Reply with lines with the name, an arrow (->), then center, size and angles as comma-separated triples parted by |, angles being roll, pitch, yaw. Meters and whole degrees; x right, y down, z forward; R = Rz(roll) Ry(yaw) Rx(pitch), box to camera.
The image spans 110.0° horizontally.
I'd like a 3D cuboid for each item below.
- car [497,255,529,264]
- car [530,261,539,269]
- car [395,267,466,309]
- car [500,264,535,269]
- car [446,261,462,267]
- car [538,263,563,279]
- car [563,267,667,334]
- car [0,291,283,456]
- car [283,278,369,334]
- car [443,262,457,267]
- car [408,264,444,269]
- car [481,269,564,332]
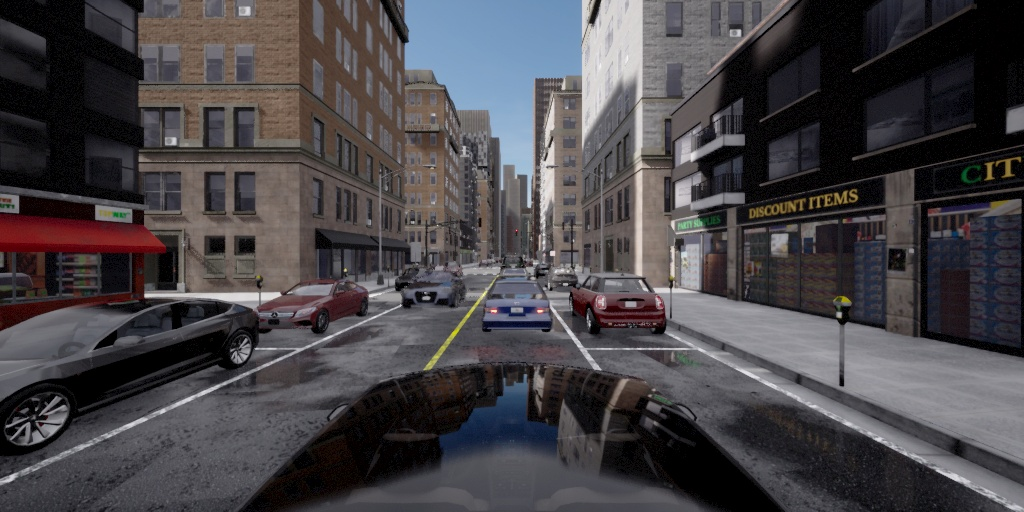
car -> 0.081, 0.975, 31.340 | 2.150, 2.045, 5.566 | 0, 0, -1
car -> 2.932, 1.319, 32.592 | 1.948, 1.339, 4.313 | 0, 0, 0
car -> -3.067, 1.314, 14.799 | 1.994, 1.385, 4.181 | 0, 0, 0
car -> 0.146, 1.352, 21.308 | 1.895, 1.301, 4.718 | 0, 0, 0
car -> -5.593, 1.193, 32.614 | 1.967, 1.591, 4.097 | 0, 0, 0
car -> 2.904, 1.301, 21.590 | 2.007, 1.370, 4.403 | 0, 0, 0
car -> 2.876, 1.190, 10.587 | 1.967, 1.591, 4.097 | 0, 0, 0
car -> -5.664, 1.316, 5.108 | 1.948, 1.339, 4.313 | 0, 0, 0
car -> -5.650, 1.332, 10.609 | 1.802, 1.307, 4.207 | 0, 0, 0
car -> -5.608, 1.334, 27.113 | 1.802, 1.307, 4.207 | 0, 0, 0
car -> -5.622, 1.317, 21.611 | 1.948, 1.339, 4.313 | 0, 0, 0
car -> 0.122, 1.297, 10.802 | 2.033, 1.411, 5.357 | 0, 0, 0
